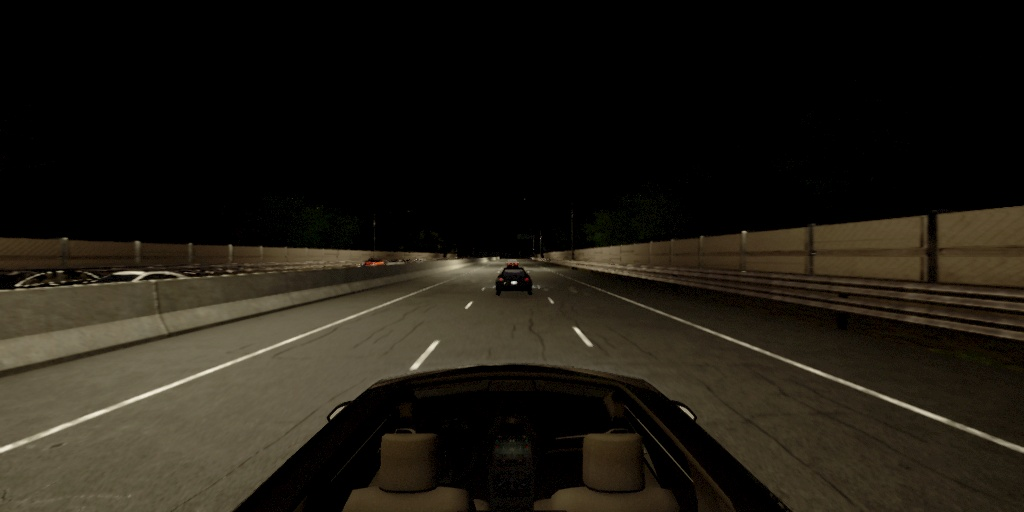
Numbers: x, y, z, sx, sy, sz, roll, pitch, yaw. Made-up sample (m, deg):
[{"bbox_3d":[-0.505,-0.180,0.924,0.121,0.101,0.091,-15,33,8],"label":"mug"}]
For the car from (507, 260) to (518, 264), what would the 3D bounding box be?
[{"bbox_3d":[0.111,1.392,60.513,1.895,1.301,4.718,0,0,0],"label":"car"}]

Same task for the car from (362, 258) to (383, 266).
[{"bbox_3d":[-21.018,1.141,54.485,2.097,1.767,4.553,0,0,0],"label":"car"}]

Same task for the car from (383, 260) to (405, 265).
[{"bbox_3d":[-17.521,1.313,54.477,1.812,1.442,4.674,0,0,1],"label":"car"}]

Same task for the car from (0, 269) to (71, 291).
[{"bbox_3d":[-17.590,1.258,13.182,1.837,1.490,4.892,0,0,0],"label":"car"}]

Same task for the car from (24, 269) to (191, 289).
[{"bbox_3d":[-14.093,1.279,13.425,1.812,1.442,4.674,0,0,0],"label":"car"}]

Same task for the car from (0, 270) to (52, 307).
[{"bbox_3d":[-21.091,1.301,12.976,2.033,1.411,5.357,0,0,0],"label":"car"}]

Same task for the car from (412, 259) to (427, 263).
[{"bbox_3d":[-14.031,1.279,54.523,2.128,1.511,4.902,0,0,1],"label":"car"}]

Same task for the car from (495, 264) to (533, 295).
[{"bbox_3d":[0.104,1.322,20.109,1.994,1.385,4.181,0,0,0],"label":"car"}]
